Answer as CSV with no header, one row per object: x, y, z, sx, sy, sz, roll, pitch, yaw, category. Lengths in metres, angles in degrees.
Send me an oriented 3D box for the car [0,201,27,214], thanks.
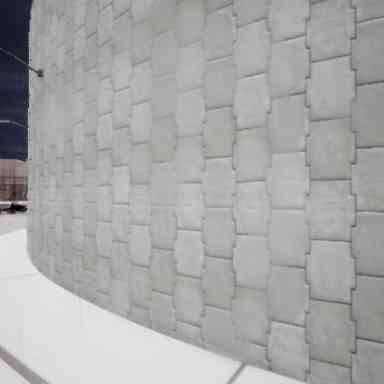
-22.157,1.884,40.772,2.128,1.511,4.902,0,-1,-8,car
